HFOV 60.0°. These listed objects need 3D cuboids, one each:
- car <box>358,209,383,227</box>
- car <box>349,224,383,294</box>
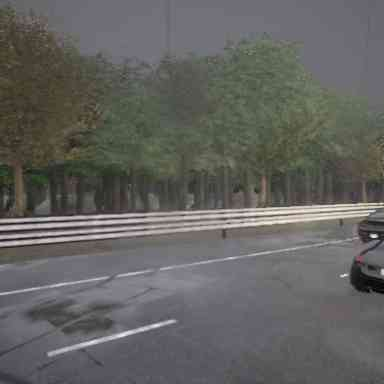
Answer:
[{"bbox_3d":[9.186,1.491,14.596,4.892,1.490,1.837,0,0,-35],"label":"car"},{"bbox_3d":[5.513,1.561,7.676,4.181,1.385,1.994,0,0,-35],"label":"car"}]
